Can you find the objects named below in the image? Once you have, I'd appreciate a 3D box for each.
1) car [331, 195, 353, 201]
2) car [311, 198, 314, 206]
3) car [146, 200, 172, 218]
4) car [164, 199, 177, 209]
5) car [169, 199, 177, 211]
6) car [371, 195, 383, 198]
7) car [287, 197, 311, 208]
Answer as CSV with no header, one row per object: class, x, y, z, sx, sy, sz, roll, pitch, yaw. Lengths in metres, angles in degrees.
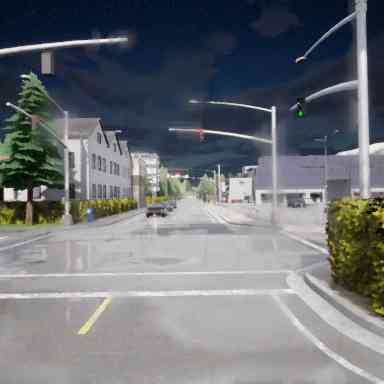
car,25.507,1.398,56.516,2.152,1.636,5.027,-1,-1,0
car,19.092,1.573,56.179,1.970,1.475,3.806,-1,-1,0
car,-3.588,1.844,34.567,2.033,1.411,5.357,-1,-1,0
car,-3.523,1.995,55.276,1.837,1.490,4.892,-1,-1,0
car,-3.572,1.885,44.863,2.128,1.511,4.902,-1,-1,0
car,19.128,1.183,31.253,1.905,1.878,3.866,-1,-1,0
car,15.444,1.629,49.122,2.007,1.523,4.514,-1,-1,0
